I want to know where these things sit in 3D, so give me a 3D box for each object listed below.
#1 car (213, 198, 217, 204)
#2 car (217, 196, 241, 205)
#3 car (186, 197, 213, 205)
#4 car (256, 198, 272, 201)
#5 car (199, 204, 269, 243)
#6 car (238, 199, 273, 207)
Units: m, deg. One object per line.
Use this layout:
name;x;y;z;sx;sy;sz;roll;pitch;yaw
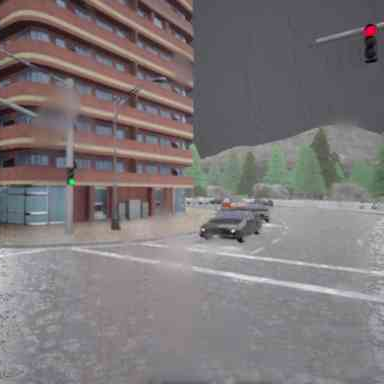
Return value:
car;5.326;1.633;60.234;2.033;1.411;5.357;0;0;-42
car;4.682;1.388;36.640;2.097;1.767;4.553;0;0;-11
car;1.040;1.608;59.686;4.674;1.442;1.812;0;0;44
car;10.722;1.598;51.779;1.812;1.442;4.674;0;0;-26
car;2.121;1.540;16.529;2.033;1.411;5.357;0;0;24
car;4.960;1.562;26.342;2.033;1.411;5.357;0;0;7
